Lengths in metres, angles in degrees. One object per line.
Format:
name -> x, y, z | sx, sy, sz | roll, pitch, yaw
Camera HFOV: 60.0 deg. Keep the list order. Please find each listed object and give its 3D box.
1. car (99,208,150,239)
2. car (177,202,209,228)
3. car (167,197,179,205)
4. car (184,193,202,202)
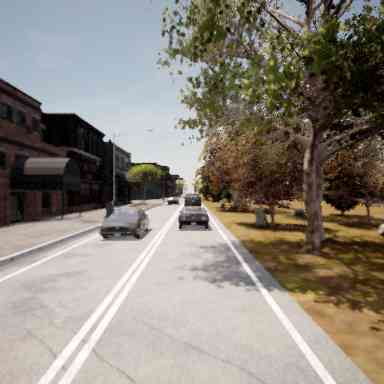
car -> -3.350, 1.547, 17.607 | 2.033, 1.411, 5.357 | 0, 0, 0
car -> 0.100, 1.598, 21.995 | 1.895, 1.301, 4.718 | 0, 0, 0
car -> -3.280, 1.573, 58.866 | 1.895, 1.301, 4.718 | 0, 0, 1
car -> 0.101, 1.205, 42.750 | 2.150, 2.045, 5.566 | 0, 0, 0
